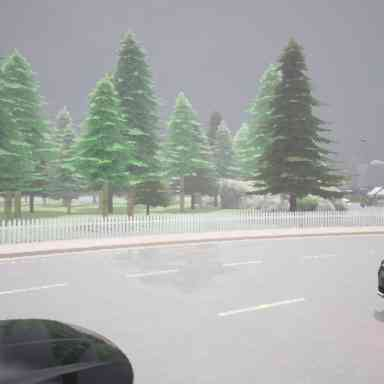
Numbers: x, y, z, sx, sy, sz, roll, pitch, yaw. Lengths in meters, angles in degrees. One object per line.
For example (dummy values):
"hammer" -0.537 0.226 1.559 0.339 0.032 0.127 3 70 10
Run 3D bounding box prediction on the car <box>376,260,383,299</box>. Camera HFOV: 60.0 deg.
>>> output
"car" 5.673 1.494 6.133 4.902 1.511 2.128 0 0 -23

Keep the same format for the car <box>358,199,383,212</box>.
"car" 19.894 1.629 36.075 1.994 1.385 4.181 0 0 -3

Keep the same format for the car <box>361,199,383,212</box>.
"car" 23.093 1.593 41.128 1.812 1.442 4.674 0 0 -3

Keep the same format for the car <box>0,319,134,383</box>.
"car" -2.683 1.477 1.649 5.008 1.535 1.882 0 0 -36
